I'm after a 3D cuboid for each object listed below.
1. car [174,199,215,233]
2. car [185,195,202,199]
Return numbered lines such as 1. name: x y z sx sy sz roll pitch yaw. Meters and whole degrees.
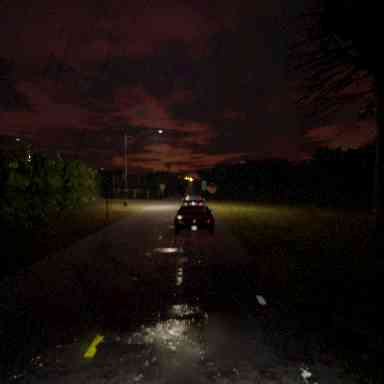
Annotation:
1. car: 0.104 1.288 17.194 1.895 1.301 4.718 0 1 0
2. car: 0.107 0.934 29.376 2.033 1.411 5.357 0 1 0
